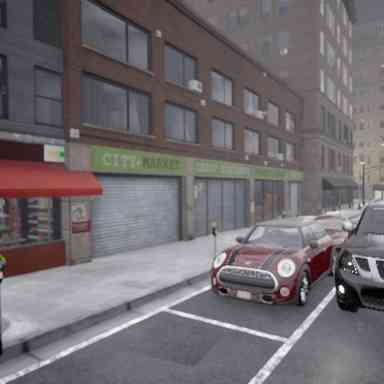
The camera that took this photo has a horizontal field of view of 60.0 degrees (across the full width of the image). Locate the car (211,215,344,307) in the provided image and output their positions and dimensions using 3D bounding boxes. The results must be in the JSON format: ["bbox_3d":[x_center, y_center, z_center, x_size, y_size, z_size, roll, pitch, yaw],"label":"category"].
[{"bbox_3d":[2.115,1.428,7.972,1.967,1.590,4.097,-1,0,35],"label":"car"}]

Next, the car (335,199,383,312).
[{"bbox_3d":[4.712,1.200,7.207,2.150,2.045,5.566,0,0,34],"label":"car"}]

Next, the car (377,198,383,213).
[{"bbox_3d":[21.111,1.428,35.583,1.887,1.381,4.507,-1,0,35],"label":"car"}]

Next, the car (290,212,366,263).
[{"bbox_3d":[5.283,1.554,12.574,1.802,1.307,4.206,-1,0,35],"label":"car"}]
